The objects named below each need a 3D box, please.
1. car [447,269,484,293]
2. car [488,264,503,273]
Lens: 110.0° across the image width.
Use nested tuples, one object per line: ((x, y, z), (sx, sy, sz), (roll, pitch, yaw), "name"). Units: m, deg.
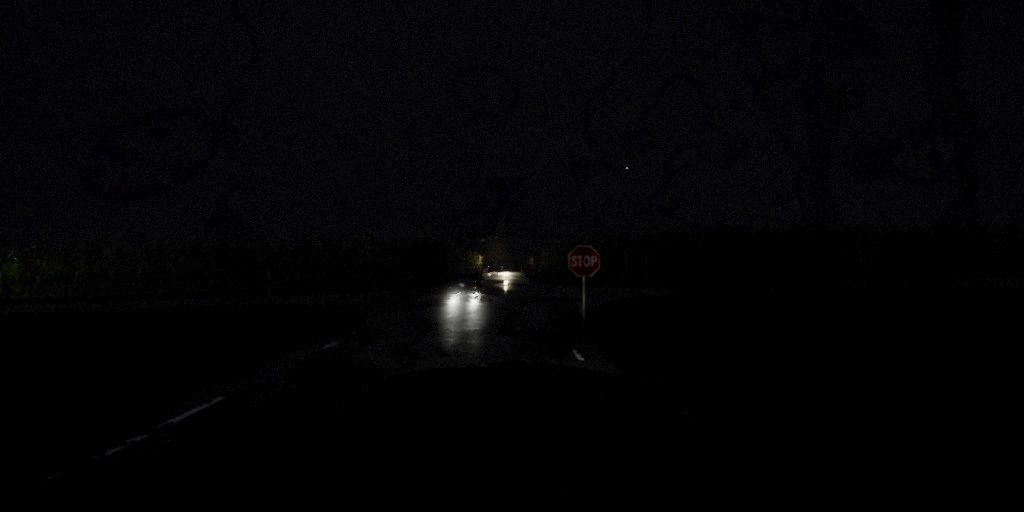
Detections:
((-2.809, 1.509, 22.429), (1.994, 1.385, 4.181), (0, -1, 0), "car")
((-2.913, 2.114, 60.063), (1.882, 1.535, 5.008), (0, -1, 0), "car")
